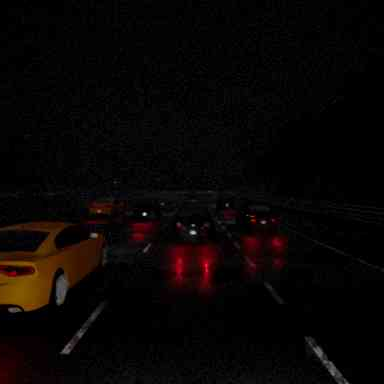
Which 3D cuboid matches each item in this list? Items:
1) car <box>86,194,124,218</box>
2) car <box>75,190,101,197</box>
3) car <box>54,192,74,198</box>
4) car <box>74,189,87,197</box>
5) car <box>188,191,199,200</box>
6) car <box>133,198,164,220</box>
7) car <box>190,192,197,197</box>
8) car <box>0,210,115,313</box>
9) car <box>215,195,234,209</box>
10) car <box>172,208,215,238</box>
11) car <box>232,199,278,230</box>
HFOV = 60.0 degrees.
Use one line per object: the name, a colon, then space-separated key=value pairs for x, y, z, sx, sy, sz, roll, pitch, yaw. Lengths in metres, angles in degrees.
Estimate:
car: x=-6.779 y=1.209 z=26.820 sx=1.882 sy=1.535 sz=5.008 roll=0 pitch=1 yaw=0
car: x=-17.266 y=0.826 z=55.708 sx=1.882 sy=1.535 sz=5.008 roll=0 pitch=1 yaw=1
car: x=-27.648 y=0.665 z=70.883 sx=1.882 sy=1.535 sz=5.008 roll=0 pitch=0 yaw=0
car: x=-24.140 y=0.439 z=72.654 sx=2.150 sy=2.045 sz=5.566 roll=0 pitch=0 yaw=0
car: x=0.328 y=0.760 z=66.121 sx=1.837 sy=1.490 sz=4.892 roll=0 pitch=0 yaw=0
car: x=-3.286 y=1.252 z=25.540 sx=1.837 sy=1.490 sz=4.892 roll=0 pitch=1 yaw=0
car: x=0.457 y=0.723 z=90.920 sx=1.837 sy=1.490 sz=4.892 roll=0 pitch=0 yaw=0
car: x=-3.379 y=1.411 z=7.644 sx=1.882 sy=1.535 sz=5.008 roll=0 pitch=1 yaw=0
car: x=3.780 y=1.091 z=37.986 sx=1.837 sy=1.490 sz=4.892 roll=0 pitch=1 yaw=0
car: x=0.068 y=1.447 z=16.697 sx=1.895 sy=1.301 sz=4.718 roll=0 pitch=1 yaw=0
car: x=3.682 y=1.344 z=19.366 sx=1.812 sy=1.442 sz=4.674 roll=0 pitch=1 yaw=0
